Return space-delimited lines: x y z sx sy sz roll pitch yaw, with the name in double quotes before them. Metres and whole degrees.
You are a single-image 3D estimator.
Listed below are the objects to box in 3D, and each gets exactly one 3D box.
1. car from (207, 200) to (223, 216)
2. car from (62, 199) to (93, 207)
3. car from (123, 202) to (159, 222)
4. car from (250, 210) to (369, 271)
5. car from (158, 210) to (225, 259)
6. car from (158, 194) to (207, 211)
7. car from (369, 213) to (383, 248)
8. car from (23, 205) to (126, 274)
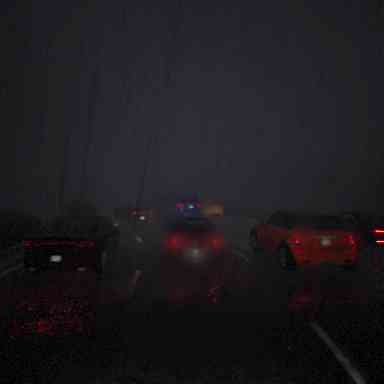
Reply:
"car" 0.783 1.421 29.888 1.882 1.535 5.008 1 0 -30
"car" -8.585 1.315 25.225 1.837 1.490 4.892 1 0 -31
"car" -4.439 1.474 25.042 1.895 1.301 4.718 1 0 -27
"car" 3.483 1.381 11.238 2.097 1.767 4.553 1 0 -5
"car" -0.157 1.570 12.418 1.895 1.301 4.718 1 0 -7
"car" -1.299 1.142 26.627 2.150 2.045 5.566 1 0 -27
"car" 6.640 1.563 13.876 2.128 1.511 4.902 1 0 -8
"car" -3.414 1.401 10.315 1.882 1.535 5.008 1 0 -5
